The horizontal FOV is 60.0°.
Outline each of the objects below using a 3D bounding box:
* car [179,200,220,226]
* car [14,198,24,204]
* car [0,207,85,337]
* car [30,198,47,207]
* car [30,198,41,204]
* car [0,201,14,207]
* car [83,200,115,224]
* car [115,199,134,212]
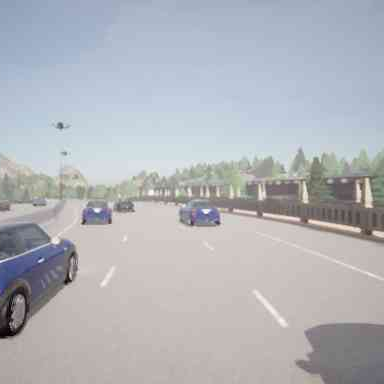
[{"bbox_3d":[0.431,1.332,23.756,2.097,1.767,4.553,0,0,-13],"label":"car"},{"bbox_3d":[-41.283,2.221,79.452,2.033,1.411,5.357,0,-3,-20],"label":"car"},{"bbox_3d":[-3.884,1.366,6.753,2.097,1.767,4.553,0,0,-4],"label":"car"},{"bbox_3d":[-24.718,1.687,54.158,2.033,1.411,5.357,0,0,-19],"label":"car"},{"bbox_3d":[-37.992,2.208,80.644,1.994,1.385,4.181,0,-3,-20],"label":"car"},{"bbox_3d":[-23.601,1.740,40.657,1.895,1.301,4.718,0,0,-20],"label":"car"},{"bbox_3d":[-7.281,1.380,25.664,2.097,1.767,4.553,0,0,-15],"label":"car"},{"bbox_3d":[-8.011,1.516,39.127,2.128,1.511,4.902,0,0,-19],"label":"car"}]
